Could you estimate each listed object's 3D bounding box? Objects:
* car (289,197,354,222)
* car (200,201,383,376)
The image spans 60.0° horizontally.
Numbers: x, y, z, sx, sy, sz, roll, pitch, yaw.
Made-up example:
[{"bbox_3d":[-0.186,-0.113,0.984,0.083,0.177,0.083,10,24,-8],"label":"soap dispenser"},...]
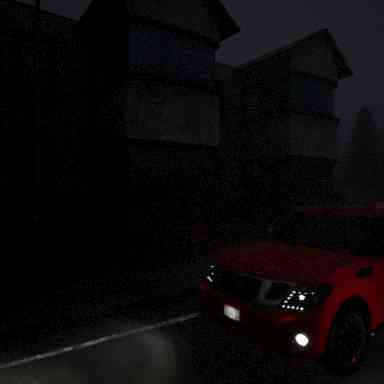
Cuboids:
[{"bbox_3d":[10.482,1.352,27.227,2.097,1.767,4.553,0,0,-35],"label":"car"},{"bbox_3d":[2.793,1.221,5.919,5.566,2.045,2.150,0,0,-35],"label":"car"}]
